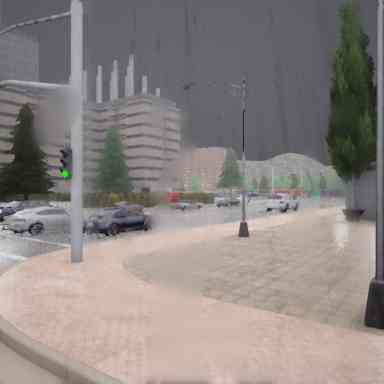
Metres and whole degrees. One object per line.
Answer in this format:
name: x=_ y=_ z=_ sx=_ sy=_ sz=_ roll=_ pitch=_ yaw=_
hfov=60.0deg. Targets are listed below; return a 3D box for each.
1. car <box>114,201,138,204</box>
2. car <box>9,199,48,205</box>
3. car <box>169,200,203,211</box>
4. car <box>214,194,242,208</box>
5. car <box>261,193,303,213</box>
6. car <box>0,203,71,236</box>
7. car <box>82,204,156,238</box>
car: x=-6.651 y=1.564 z=32.437 sx=1.994 sy=1.385 sz=4.181 roll=0 pitch=0 yaw=36
car: x=-12.495 y=1.352 z=24.387 sx=2.097 sy=1.767 sz=4.553 roll=0 pitch=0 yaw=36
car: x=-0.679 y=1.601 z=40.630 sx=1.895 sy=1.301 sz=4.718 roll=0 pitch=0 yaw=36
car: x=5.470 y=1.505 z=49.020 sx=1.837 sy=1.490 sz=4.892 roll=0 pitch=0 yaw=37
car: x=10.214 y=1.221 z=37.424 sx=2.150 sy=2.045 sz=5.566 roll=0 pitch=0 yaw=36
car: x=-7.884 y=1.525 z=18.486 sx=1.812 sy=1.442 sz=4.674 roll=0 pitch=0 yaw=36
car: x=-3.856 y=1.564 z=18.070 sx=1.994 sy=1.385 sz=4.181 roll=0 pitch=0 yaw=36
